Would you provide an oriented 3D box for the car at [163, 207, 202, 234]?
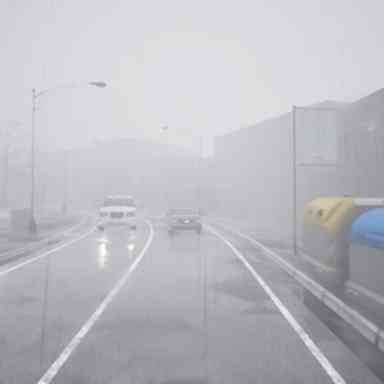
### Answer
[{"bbox_3d":[-0.628,1.564,19.523,2.033,1.411,5.357,0,0,-8],"label":"car"}]

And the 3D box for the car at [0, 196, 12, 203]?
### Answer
[{"bbox_3d":[-31.725,1.295,53.719,5.357,1.411,2.033,1,-1,20],"label":"car"}]

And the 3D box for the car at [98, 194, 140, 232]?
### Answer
[{"bbox_3d":[-4.517,1.228,20.775,2.150,2.045,5.566,0,0,-9],"label":"car"}]

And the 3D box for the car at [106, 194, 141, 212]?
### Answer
[{"bbox_3d":[-8.338,1.237,40.195,2.150,2.045,5.566,1,-1,-34],"label":"car"}]
